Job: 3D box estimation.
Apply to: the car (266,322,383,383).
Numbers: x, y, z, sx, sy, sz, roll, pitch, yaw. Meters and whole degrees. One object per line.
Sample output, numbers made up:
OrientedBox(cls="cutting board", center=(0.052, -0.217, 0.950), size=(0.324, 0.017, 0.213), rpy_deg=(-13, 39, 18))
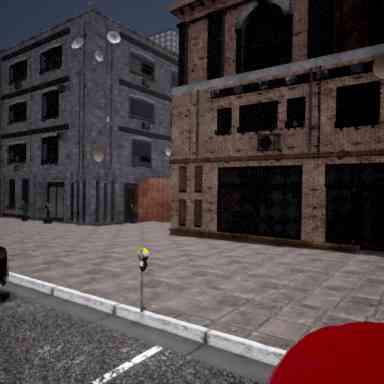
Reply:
OrientedBox(cls="car", center=(2.582, 1.316, 0.964), size=(5.009, 1.841, 2.192), rpy_deg=(0, 1, 36))

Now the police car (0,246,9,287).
OrientedBox(cls="police car", center=(-6.289, 1.421, 7.769), size=(5.238, 1.638, 1.930), rpy_deg=(0, 0, 36))
